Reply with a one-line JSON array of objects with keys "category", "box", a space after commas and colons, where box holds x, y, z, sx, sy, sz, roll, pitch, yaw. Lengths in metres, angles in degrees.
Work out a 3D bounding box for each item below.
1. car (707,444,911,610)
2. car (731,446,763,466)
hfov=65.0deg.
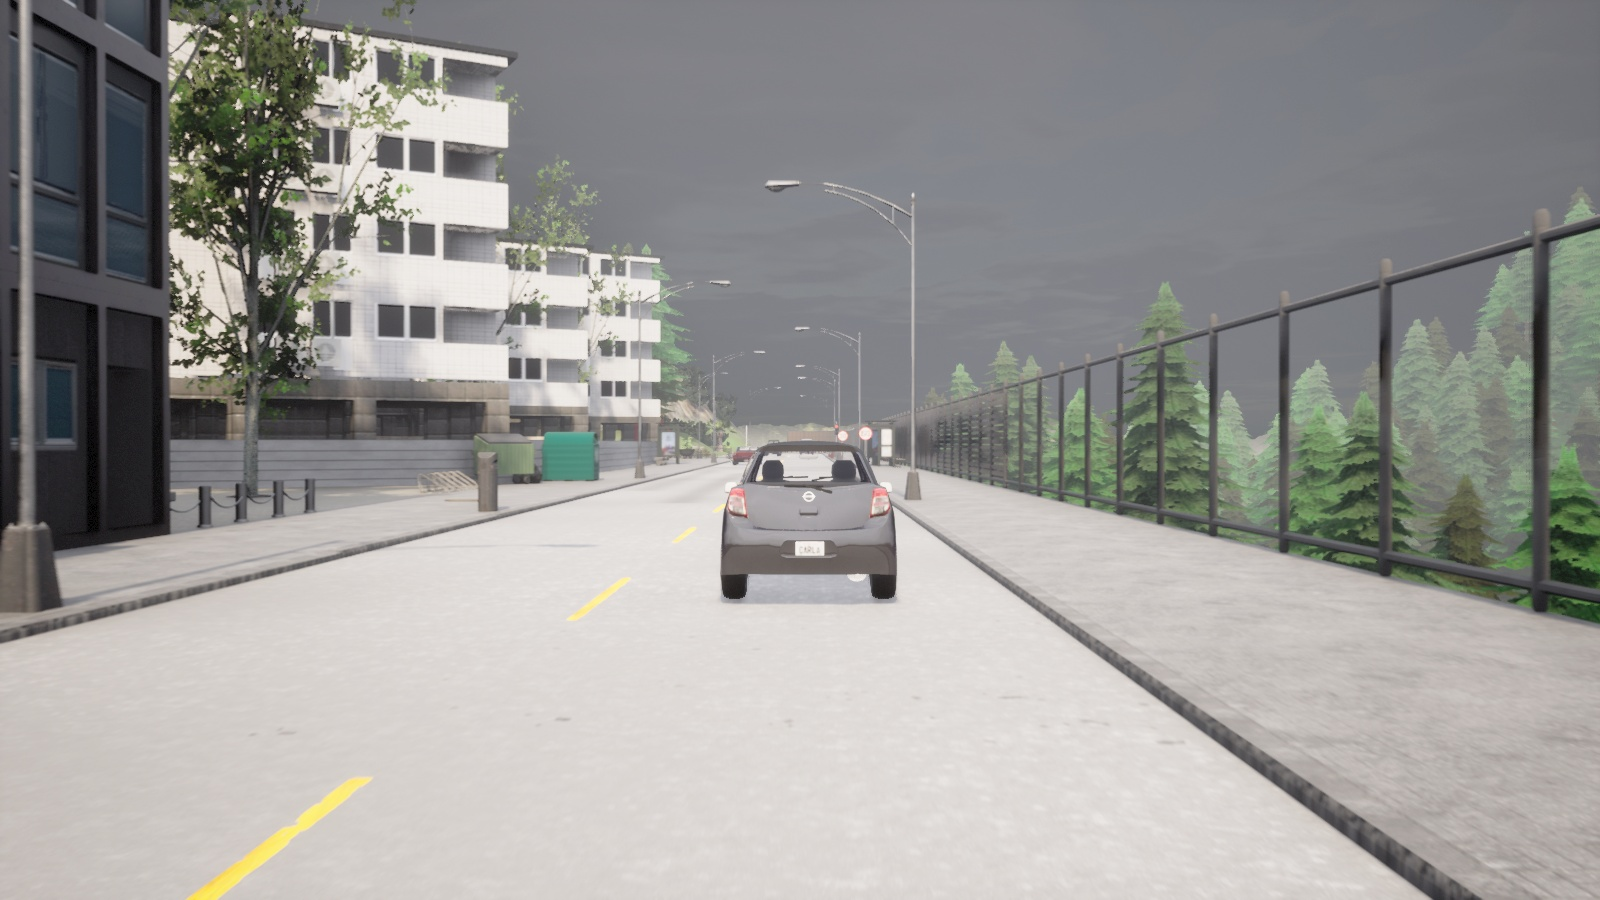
[{"category": "car", "box": [0.087, 0.686, 13.191, 1.845, 1.501, 3.633, 0, 0, 0]}, {"category": "car", "box": [-3.536, 0.370, 84.205, 1.895, 1.301, 4.718, 0, 0, 0]}]
